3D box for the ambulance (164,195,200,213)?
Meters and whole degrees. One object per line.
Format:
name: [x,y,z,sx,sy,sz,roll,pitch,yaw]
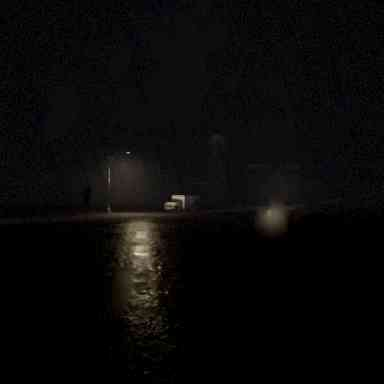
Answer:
ambulance: [-1.444,1.724,49.198,2.351,2.431,6.366,1,-1,36]
